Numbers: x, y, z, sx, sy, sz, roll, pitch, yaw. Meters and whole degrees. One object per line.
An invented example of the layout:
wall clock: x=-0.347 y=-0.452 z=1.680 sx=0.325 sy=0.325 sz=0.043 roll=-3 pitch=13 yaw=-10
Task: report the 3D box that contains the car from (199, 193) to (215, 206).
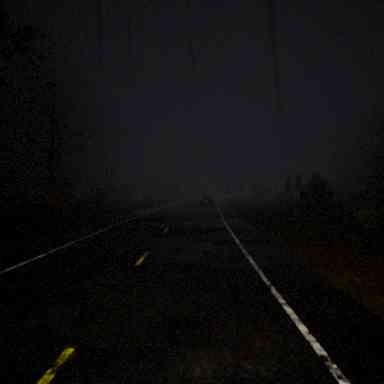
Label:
car: x=2.096 y=1.197 z=47.324 sx=1.994 sy=1.385 sz=4.181 roll=0 pitch=1 yaw=4
